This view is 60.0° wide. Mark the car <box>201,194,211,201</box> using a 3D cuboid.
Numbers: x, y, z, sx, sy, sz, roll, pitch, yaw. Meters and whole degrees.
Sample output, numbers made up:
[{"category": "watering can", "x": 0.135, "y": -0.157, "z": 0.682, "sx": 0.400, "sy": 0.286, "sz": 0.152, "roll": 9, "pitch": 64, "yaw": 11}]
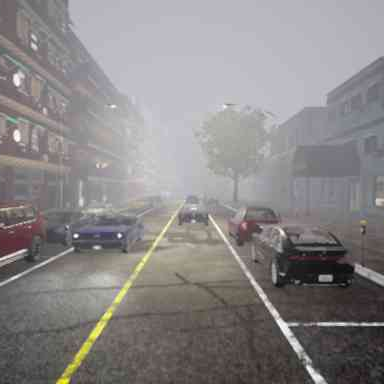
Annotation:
[{"category": "car", "x": 2.656, "y": 1.119, "z": 65.832, "sx": 1.802, "sy": 1.307, "sz": 4.206, "roll": 0, "pitch": 0, "yaw": 0}]

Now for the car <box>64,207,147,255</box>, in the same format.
[{"category": "car", "x": -3.092, "y": 1.498, "z": 13.076, "sx": 1.895, "sy": 1.301, "sz": 4.718, "roll": 0, "pitch": 0, "yaw": 0}]

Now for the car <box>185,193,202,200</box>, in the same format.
[{"category": "car", "x": 0.077, "y": 1.135, "z": 46.845, "sx": 1.882, "sy": 1.535, "sz": 5.008, "roll": 0, "pitch": 0, "yaw": 0}]

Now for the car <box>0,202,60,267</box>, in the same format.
[{"category": "car", "x": -5.697, "y": 1.244, "z": 8.863, "sx": 2.192, "sy": 1.841, "sz": 5.009, "roll": 0, "pitch": 0, "yaw": 0}]

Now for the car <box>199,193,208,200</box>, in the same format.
[{"category": "car", "x": 2.650, "y": 1.036, "z": 77.226, "sx": 1.947, "sy": 1.339, "sz": 4.313, "roll": 0, "pitch": 0, "yaw": 0}]

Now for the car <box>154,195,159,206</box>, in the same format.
[{"category": "car", "x": -5.713, "y": 1.227, "z": 43.045, "sx": 1.887, "sy": 1.381, "sz": 4.507, "roll": 0, "pitch": 0, "yaw": 0}]

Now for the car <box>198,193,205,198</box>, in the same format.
[{"category": "car", "x": 2.642, "y": 0.941, "z": 94.315, "sx": 1.947, "sy": 1.339, "sz": 4.313, "roll": 0, "pitch": 0, "yaw": 0}]

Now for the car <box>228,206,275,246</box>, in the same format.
[{"category": "car", "x": 2.681, "y": 1.326, "z": 14.563, "sx": 1.967, "sy": 1.590, "sz": 4.097, "roll": 0, "pitch": 0, "yaw": 0}]

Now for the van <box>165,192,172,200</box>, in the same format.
[{"category": "van", "x": -5.729, "y": 0.844, "z": 71.527, "sx": 1.690, "sy": 1.788, "sz": 3.998, "roll": 0, "pitch": 0, "yaw": 0}]

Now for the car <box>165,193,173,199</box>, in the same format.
[{"category": "car", "x": -5.733, "y": 1.020, "z": 82.922, "sx": 1.802, "sy": 1.307, "sz": 4.206, "roll": 0, "pitch": 0, "yaw": 0}]

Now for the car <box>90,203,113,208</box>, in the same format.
[{"category": "car", "x": -5.702, "y": 1.395, "z": 20.258, "sx": 2.008, "sy": 1.369, "sz": 4.403, "roll": 0, "pitch": 0, "yaw": 0}]

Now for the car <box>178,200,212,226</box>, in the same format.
[{"category": "car", "x": 0.091, "y": 1.433, "z": 22.009, "sx": 1.895, "sy": 1.301, "sz": 4.718, "roll": 0, "pitch": 0, "yaw": 0}]

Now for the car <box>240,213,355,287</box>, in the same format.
[{"category": "car", "x": 2.685, "y": 1.480, "z": 8.867, "sx": 2.008, "sy": 1.369, "sz": 4.403, "roll": 0, "pitch": 0, "yaw": 0}]

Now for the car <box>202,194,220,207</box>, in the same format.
[{"category": "car", "x": 2.668, "y": 1.233, "z": 43.047, "sx": 2.008, "sy": 1.369, "sz": 4.403, "roll": 0, "pitch": 0, "yaw": 0}]

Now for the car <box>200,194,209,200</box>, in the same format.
[{"category": "car", "x": 2.653, "y": 1.048, "z": 71.530, "sx": 1.887, "sy": 1.381, "sz": 4.507, "roll": 0, "pitch": 0, "yaw": 0}]

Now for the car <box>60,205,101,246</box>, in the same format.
[{"category": "car", "x": -5.699, "y": 1.452, "z": 14.562, "sx": 1.947, "sy": 1.339, "sz": 4.313, "roll": 0, "pitch": 0, "yaw": 0}]

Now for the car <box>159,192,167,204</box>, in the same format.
[{"category": "car", "x": -5.719, "y": 1.173, "z": 54.437, "sx": 1.947, "sy": 1.339, "sz": 4.313, "roll": 0, "pitch": 0, "yaw": 0}]

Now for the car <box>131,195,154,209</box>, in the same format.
[{"category": "car", "x": -5.711, "y": 1.249, "z": 37.178, "sx": 1.752, "sy": 1.417, "sz": 4.829, "roll": 0, "pitch": 0, "yaw": 0}]
